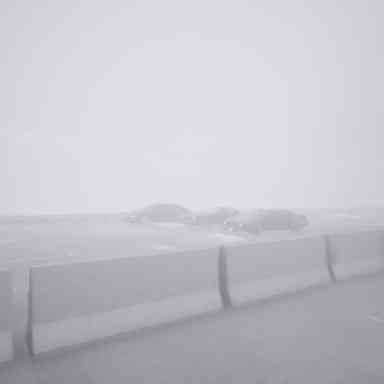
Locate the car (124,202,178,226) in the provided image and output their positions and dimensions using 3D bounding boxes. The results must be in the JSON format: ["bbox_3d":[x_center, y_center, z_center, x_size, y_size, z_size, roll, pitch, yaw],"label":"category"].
[{"bbox_3d":[-2.288,1.515,23.250,4.892,1.490,1.837,1,0,-32],"label":"car"}]

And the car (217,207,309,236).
[{"bbox_3d":[4.348,1.626,19.113,5.357,1.411,2.033,1,0,-31],"label":"car"}]

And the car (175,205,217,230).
[{"bbox_3d":[1.600,1.652,21.543,4.718,1.301,1.895,1,0,-31],"label":"car"}]
